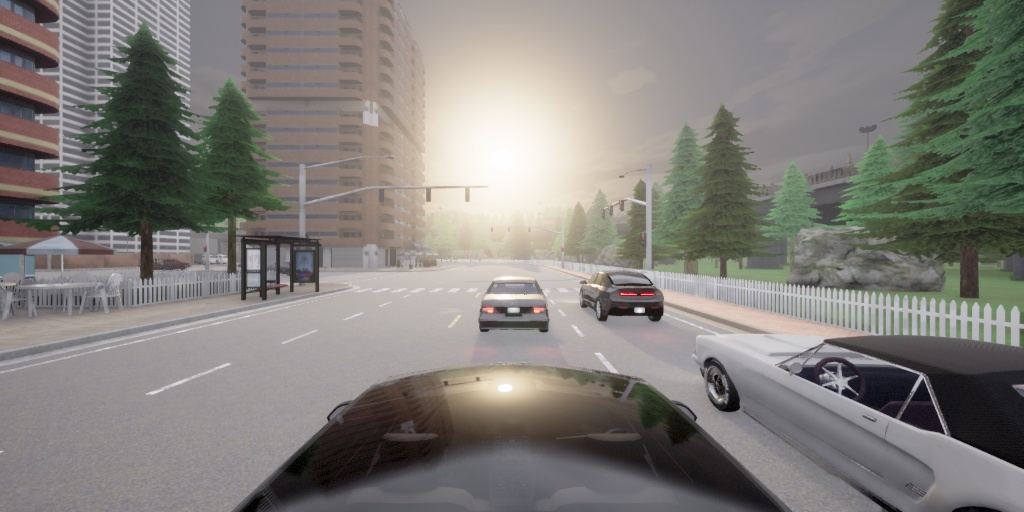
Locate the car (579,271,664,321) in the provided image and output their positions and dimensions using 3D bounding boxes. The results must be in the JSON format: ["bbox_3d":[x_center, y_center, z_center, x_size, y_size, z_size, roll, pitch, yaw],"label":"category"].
[{"bbox_3d":[3.568,1.255,12.375,1.837,1.490,4.892,0,0,1],"label":"car"}]

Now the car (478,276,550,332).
[{"bbox_3d":[0.081,1.297,10.787,2.033,1.411,5.357,0,0,1],"label":"car"}]

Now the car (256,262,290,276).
[{"bbox_3d":[-24.283,1.331,37.772,4.674,1.442,1.812,0,0,0],"label":"car"}]

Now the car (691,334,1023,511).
[{"bbox_3d":[3.514,1.351,3.113,1.895,1.301,4.718,0,0,1],"label":"car"}]
